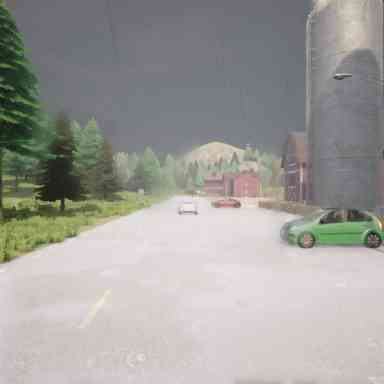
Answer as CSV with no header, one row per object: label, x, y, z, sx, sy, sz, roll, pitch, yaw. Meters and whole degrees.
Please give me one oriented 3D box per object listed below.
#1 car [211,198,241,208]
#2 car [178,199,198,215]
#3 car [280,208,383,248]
car,4.833,1.550,47.096,4.181,1.381,1.994,0,0,-1
car,-0.420,1.526,34.055,1.812,1.442,4.674,0,0,-1
car,5.824,1.483,14.099,3.988,1.617,1.851,0,0,-1
